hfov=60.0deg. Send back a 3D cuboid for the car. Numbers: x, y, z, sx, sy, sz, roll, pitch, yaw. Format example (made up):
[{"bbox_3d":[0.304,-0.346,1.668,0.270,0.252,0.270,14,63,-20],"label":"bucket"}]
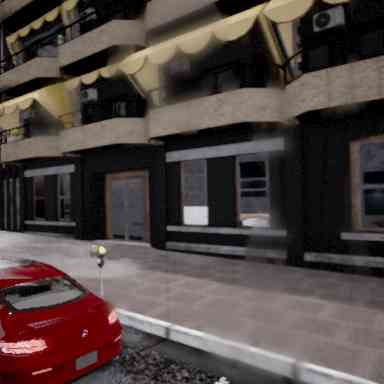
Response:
[{"bbox_3d":[-2.786,1.620,4.689,4.206,1.307,1.802,-1,-2,36],"label":"car"}]
